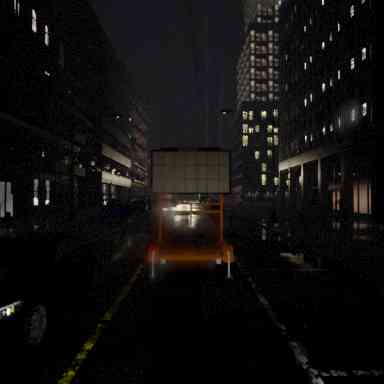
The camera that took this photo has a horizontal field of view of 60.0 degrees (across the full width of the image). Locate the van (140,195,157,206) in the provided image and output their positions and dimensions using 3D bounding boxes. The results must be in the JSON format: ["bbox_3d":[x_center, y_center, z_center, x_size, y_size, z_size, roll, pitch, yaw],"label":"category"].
[{"bbox_3d":[-5.793,1.316,42.290,1.690,1.788,3.998,1,0,0],"label":"van"}]

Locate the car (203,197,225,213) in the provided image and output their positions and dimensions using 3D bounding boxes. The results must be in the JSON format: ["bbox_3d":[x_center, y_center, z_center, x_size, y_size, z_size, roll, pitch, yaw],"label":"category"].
[{"bbox_3d":[2.600,1.532,36.500,2.008,1.369,4.403,1,0,0],"label":"car"}]

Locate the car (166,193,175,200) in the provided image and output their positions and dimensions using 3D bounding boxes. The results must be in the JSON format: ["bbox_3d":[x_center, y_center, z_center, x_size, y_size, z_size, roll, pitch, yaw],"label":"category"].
[{"bbox_3d":[-5.939,1.198,93.577,2.192,1.841,5.009,1,0,0],"label":"car"}]

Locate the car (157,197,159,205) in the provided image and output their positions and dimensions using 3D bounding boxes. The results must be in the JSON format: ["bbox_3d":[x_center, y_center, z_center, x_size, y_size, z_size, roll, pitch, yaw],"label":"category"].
[{"bbox_3d":[-5.830,1.510,53.687,2.008,1.369,4.403,1,0,0],"label":"car"}]

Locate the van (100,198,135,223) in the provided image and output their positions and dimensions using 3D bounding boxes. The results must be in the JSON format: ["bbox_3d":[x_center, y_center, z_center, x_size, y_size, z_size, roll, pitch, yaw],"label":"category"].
[{"bbox_3d":[-5.744,1.332,25.192,1.690,1.788,3.998,1,0,0],"label":"van"}]

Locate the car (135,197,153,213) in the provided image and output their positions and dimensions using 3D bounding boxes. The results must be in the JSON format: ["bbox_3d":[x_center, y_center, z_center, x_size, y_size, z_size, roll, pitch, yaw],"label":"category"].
[{"bbox_3d":[-5.781,1.547,36.593,1.947,1.339,4.313,1,0,0],"label":"car"}]

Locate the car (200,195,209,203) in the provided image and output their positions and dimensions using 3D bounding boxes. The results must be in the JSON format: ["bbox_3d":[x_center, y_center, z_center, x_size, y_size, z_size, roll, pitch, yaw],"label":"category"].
[{"bbox_3d":[2.568,1.512,47.895,1.887,1.381,4.507,1,0,0],"label":"car"}]

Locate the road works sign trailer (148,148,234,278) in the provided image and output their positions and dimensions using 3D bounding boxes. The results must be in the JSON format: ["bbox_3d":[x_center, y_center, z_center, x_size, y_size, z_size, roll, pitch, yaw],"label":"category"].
[{"bbox_3d":[-0.029,0.464,10.112,2.380,3.560,2.880,0,0,0],"label":"road works sign trailer"}]

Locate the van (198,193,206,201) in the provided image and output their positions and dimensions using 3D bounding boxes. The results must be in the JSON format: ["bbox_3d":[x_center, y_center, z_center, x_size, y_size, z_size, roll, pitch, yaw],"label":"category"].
[{"bbox_3d":[2.483,1.249,82.084,1.690,1.788,3.998,1,0,0],"label":"van"}]

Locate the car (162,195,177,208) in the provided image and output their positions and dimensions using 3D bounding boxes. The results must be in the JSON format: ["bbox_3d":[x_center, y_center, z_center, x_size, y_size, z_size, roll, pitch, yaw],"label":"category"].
[{"bbox_3d":[-3.134,1.533,46.555,1.994,1.385,4.181,0,0,0],"label":"car"}]

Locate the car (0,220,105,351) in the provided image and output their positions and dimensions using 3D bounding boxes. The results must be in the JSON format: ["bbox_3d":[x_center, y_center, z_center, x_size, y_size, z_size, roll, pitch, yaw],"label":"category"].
[{"bbox_3d":[-3.119,1.526,6.340,1.812,1.442,4.674,0,0,0],"label":"car"}]

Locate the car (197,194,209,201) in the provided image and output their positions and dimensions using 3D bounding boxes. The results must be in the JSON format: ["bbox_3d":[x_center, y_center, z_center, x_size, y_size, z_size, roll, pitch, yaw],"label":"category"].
[{"bbox_3d":[2.523,1.255,64.990,2.192,1.841,5.009,1,0,0],"label":"car"}]

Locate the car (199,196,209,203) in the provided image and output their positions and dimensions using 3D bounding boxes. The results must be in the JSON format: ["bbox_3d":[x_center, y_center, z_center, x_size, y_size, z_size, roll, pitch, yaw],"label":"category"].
[{"bbox_3d":[2.502,1.480,70.688,2.008,1.369,4.403,1,0,0],"label":"car"}]

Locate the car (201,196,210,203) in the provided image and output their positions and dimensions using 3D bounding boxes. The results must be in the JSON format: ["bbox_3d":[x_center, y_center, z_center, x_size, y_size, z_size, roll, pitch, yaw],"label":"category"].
[{"bbox_3d":[2.584,1.526,42.197,2.008,1.369,4.403,1,0,0],"label":"car"}]

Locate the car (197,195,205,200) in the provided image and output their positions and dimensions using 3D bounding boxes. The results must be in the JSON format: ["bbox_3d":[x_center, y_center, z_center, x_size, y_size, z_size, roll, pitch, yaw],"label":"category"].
[{"bbox_3d":[2.429,1.462,87.781,1.947,1.339,4.313,1,0,0],"label":"car"}]
